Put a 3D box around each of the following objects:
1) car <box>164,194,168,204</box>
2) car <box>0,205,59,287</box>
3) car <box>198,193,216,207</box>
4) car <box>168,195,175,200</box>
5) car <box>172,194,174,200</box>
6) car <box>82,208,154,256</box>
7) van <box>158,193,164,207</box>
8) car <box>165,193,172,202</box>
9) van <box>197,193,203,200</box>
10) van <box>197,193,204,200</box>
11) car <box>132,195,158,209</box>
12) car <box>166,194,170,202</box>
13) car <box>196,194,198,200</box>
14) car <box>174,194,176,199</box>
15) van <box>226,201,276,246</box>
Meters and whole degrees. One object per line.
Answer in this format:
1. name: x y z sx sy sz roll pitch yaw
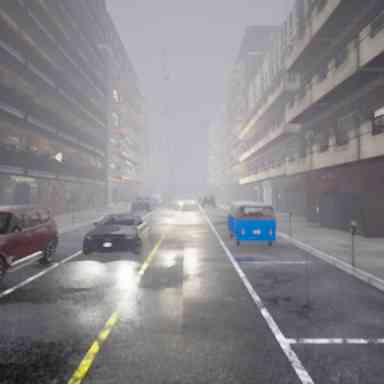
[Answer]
1. car: -5.540 1.499 54.392 2.008 1.369 4.403 1 0 0
2. car: -5.340 1.318 9.026 2.192 1.841 5.009 1 0 0
3. car: 2.367 1.248 48.785 2.192 1.841 5.009 1 0 0
4. car: -5.712 1.488 94.088 1.802 1.307 4.206 1 0 0
5. car: -5.611 1.244 71.405 2.192 1.841 5.009 1 0 0
6. car: -2.804 1.555 13.031 1.994 1.385 4.181 0 0 0
7. van: -5.513 1.296 48.722 1.690 1.788 3.998 1 0 0
8. car: -5.589 1.486 65.734 2.008 1.369 4.403 1 0 0
9. van: 2.170 1.226 94.152 1.690 1.788 3.998 1 0 0
10. van: 2.195 1.231 88.482 1.690 1.788 3.998 1 0 0
11. car: -5.463 1.284 37.380 2.192 1.841 5.009 1 0 0
12. car: -5.564 1.508 60.064 1.947 1.339 4.313 1 0 0
13. car: 2.267 1.473 71.469 1.947 1.339 4.313 1 0 0
14. car: -5.686 1.352 88.418 1.967 1.590 4.097 1 0 0
15. van: 2.515 1.316 14.761 1.690 1.788 3.998 1 0 0
